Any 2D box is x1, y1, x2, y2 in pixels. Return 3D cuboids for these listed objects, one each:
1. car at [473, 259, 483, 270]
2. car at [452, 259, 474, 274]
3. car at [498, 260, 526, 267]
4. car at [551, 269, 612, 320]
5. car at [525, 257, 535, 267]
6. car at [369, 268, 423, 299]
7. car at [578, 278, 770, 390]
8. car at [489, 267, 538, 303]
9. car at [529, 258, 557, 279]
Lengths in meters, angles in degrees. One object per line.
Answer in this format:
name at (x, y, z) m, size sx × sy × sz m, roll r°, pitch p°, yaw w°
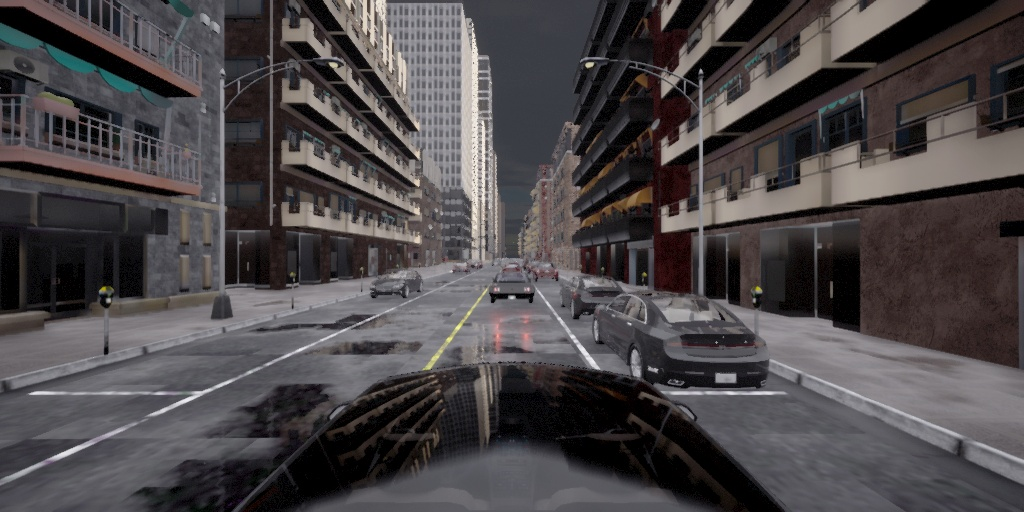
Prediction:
car at (-5.690, 1.205, 52.150) m, size 1.967 × 1.591 × 4.097 m, roll 0°, pitch 0°, yaw 0°
car at (-5.690, 1.341, 40.785) m, size 1.802 × 1.307 × 4.207 m, roll 0°, pitch 0°, yaw 0°
car at (0.001, 1.289, 31.500) m, size 1.812 × 1.442 × 4.674 m, roll 0°, pitch 0°, yaw 0°
car at (2.691, 1.301, 12.375) m, size 2.007 × 1.370 × 4.403 m, roll 0°, pitch 0°, yaw 0°
car at (2.690, 1.199, 40.786) m, size 1.967 × 1.591 × 4.097 m, roll 0°, pitch 0°, yaw 0°
car at (-5.690, 1.302, 18.055) m, size 2.007 × 1.370 × 4.403 m, roll 0°, pitch 0°, yaw 0°
car at (2.691, 1.300, 6.693) m, size 2.007 × 1.370 × 4.403 m, roll 0°, pitch 0°, yaw 0°
car at (0.001, 1.369, 16.530) m, size 1.895 × 1.301 × 4.718 m, roll 0°, pitch 0°, yaw 0°
car at (2.690, 1.195, 29.421) m, size 1.967 × 1.591 × 4.097 m, roll 0°, pitch 0°, yaw 0°
